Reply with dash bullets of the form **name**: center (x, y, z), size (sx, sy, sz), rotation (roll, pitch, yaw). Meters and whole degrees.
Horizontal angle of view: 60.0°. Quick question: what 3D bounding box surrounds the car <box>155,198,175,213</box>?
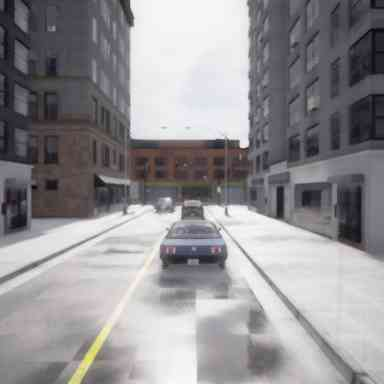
- **car**: center (-2.831, 1.386, 35.464), size (2.128, 1.511, 4.902), rotation (0, 0, 0)

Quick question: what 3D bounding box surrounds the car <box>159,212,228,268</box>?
- **car**: center (0.057, 1.562, 11.058), size (1.895, 1.301, 4.718), rotation (0, 0, 0)

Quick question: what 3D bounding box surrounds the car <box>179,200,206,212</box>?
- **car**: center (0.057, 1.421, 27.246), size (1.837, 1.490, 4.892), rotation (0, 0, 0)
